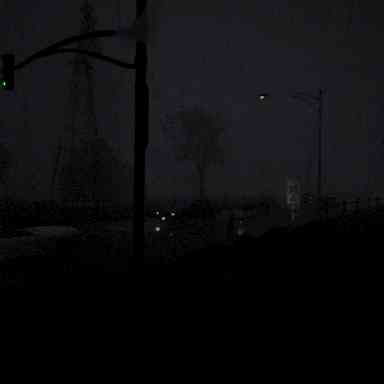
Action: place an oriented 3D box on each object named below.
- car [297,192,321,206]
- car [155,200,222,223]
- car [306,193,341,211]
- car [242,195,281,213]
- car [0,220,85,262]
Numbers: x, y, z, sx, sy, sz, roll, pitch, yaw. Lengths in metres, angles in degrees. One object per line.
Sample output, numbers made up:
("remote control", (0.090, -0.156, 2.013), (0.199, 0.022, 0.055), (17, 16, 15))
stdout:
("car", (14.368, 0.758, 40.246), (2.097, 1.767, 4.553), (1, 1, 40))
("car", (-0.088, 1.247, 23.028), (2.033, 1.411, 5.357), (1, 2, 40))
("car", (13.606, 1.107, 33.765), (1.994, 1.385, 4.181), (1, 2, 40))
("car", (6.497, 1.041, 30.878), (1.882, 1.535, 5.008), (1, 2, 40))
("car", (-5.880, 1.547, 10.510), (1.895, 1.301, 4.718), (1, 2, 40))
